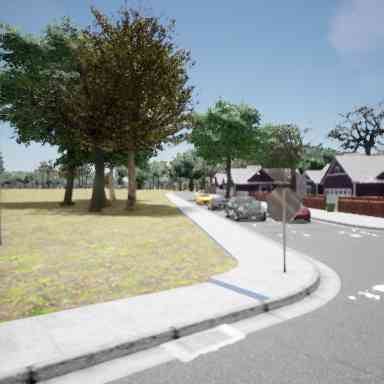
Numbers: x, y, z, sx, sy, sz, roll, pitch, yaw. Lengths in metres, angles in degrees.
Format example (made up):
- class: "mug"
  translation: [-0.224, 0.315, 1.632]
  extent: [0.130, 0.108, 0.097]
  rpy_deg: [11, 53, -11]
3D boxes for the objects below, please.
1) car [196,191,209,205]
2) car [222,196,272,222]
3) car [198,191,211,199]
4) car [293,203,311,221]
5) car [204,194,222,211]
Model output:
- class: "car"
  translation: [1.685, 0.944, 45.068]
  extent: [1.882, 1.535, 5.008]
  rpy_deg: [-1, 1, -6]
- class: "car"
  translation: [3.858, 1.105, 24.233]
  extent: [2.097, 1.767, 4.553]
  rpy_deg: [-1, 1, -6]
- class: "car"
  translation: [2.367, 0.630, 65.818]
  extent: [1.837, 1.490, 4.892]
  rpy_deg: [-1, 1, -6]
- class: "car"
  translation: [6.845, 1.296, 23.914]
  extent: [1.994, 1.385, 4.181]
  rpy_deg: [-1, 1, -6]
- class: "car"
  translation: [2.775, 1.175, 34.634]
  extent: [1.994, 1.385, 4.181]
  rpy_deg: [-1, 1, -6]
